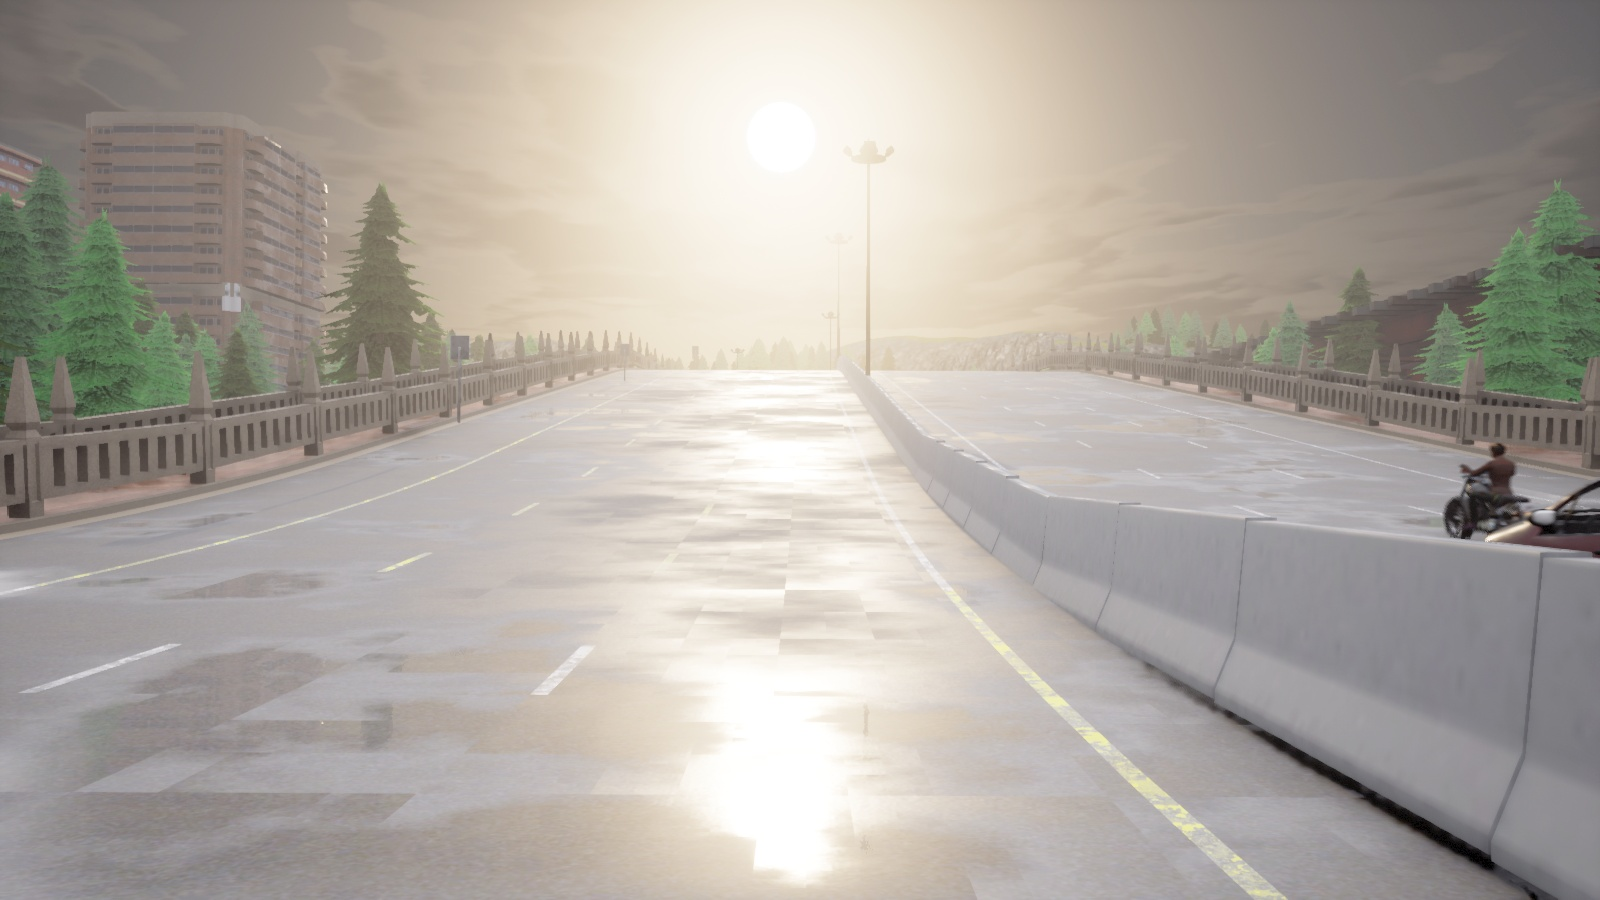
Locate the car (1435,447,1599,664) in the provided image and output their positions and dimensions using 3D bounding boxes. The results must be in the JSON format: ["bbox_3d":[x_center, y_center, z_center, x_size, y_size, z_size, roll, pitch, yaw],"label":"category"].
[{"bbox_3d":[6.971,0.800,9.960,1.851,1.617,3.988,0,0,0],"label":"car"}]

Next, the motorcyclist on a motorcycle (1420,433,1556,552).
[{"bbox_3d":[10.467,0.599,19.212,0.766,1.649,2.350,0,2,0],"label":"motorcyclist on a motorcycle"}]
